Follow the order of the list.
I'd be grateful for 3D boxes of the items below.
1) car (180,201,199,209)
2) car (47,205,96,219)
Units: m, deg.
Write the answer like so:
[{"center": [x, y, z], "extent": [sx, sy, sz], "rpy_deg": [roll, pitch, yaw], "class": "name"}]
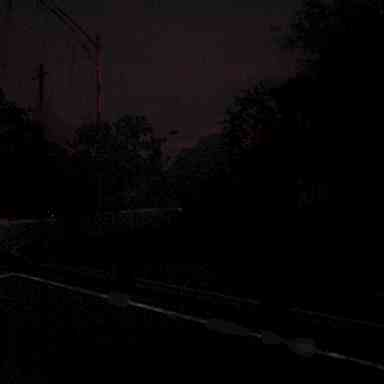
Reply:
[{"center": [-0.127, 1.959, 52.796], "extent": [1.994, 1.385, 4.181], "rpy_deg": [-1, -1, 33], "class": "car"}, {"center": [-12.193, 1.980, 33.744], "extent": [1.895, 1.301, 4.718], "rpy_deg": [-1, -1, 32], "class": "car"}]
